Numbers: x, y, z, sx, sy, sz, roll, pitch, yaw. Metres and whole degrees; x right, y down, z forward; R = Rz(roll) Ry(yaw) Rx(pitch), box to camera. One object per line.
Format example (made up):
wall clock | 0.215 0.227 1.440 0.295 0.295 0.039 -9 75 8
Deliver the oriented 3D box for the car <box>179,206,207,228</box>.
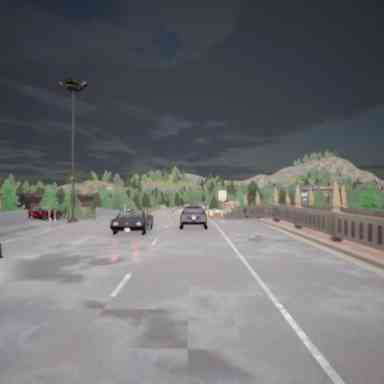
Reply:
car | 0.103 1.696 23.143 2.033 1.411 5.357 0 -1 0

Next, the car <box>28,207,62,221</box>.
car | -14.001 2.016 31.287 1.895 1.301 4.718 0 -3 0

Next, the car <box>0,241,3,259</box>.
car | -6.898 1.555 8.593 1.837 1.490 4.892 0 0 0

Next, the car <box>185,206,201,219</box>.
car | 0.105 2.656 41.643 1.837 1.490 4.892 0 -5 0

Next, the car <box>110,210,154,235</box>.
car | -3.397 1.715 19.699 1.895 1.301 4.718 0 0 0
